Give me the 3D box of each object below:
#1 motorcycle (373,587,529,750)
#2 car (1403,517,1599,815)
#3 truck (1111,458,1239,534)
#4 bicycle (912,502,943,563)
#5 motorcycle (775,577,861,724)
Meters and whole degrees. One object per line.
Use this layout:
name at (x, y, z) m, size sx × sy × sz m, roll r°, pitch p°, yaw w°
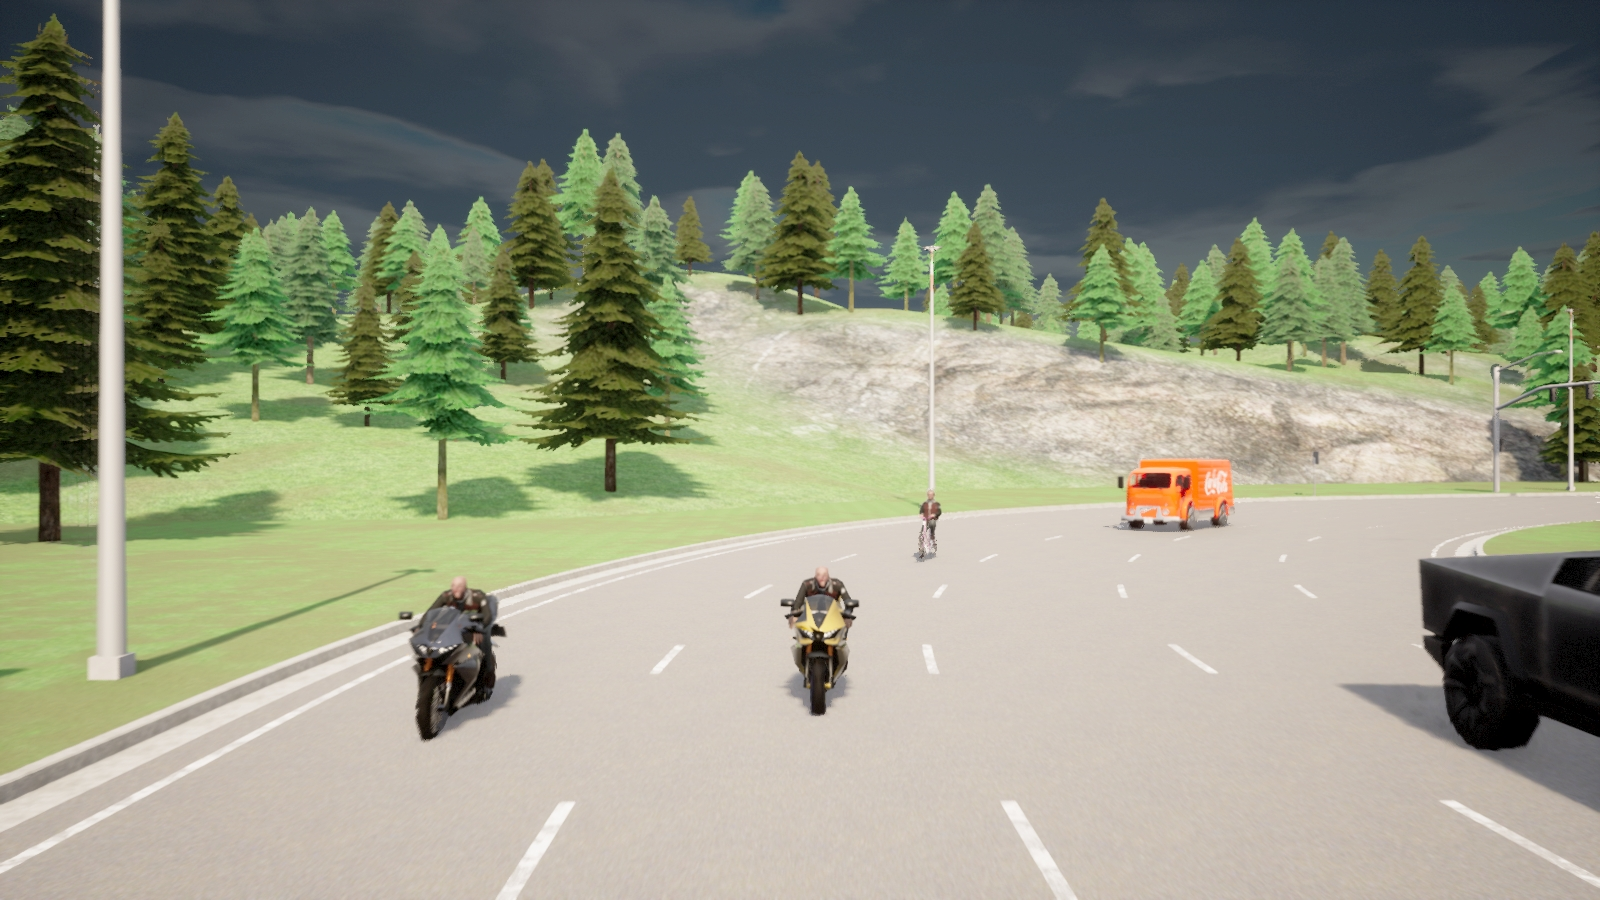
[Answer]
motorcycle at (-3.561, 2.197, 11.908) m, size 0.867 × 1.251 × 2.209 m, roll 1°, pitch 0°, yaw 2°
car at (7.330, 1.747, 8.750) m, size 2.390 × 2.098 × 6.274 m, roll 0°, pitch 0°, yaw 3°
truck at (13.312, 1.546, 40.360) m, size 2.627 × 2.467 × 5.204 m, roll 0°, pitch 0°, yaw 39°
bicycle at (3.189, 2.039, 28.549) m, size 0.329 × 1.471 × 1.835 m, roll 0°, pitch -3°, yaw 20°
motorcycle at (0.245, 2.196, 12.913) m, size 0.867 × 1.251 × 2.209 m, roll 0°, pitch 0°, yaw 3°
